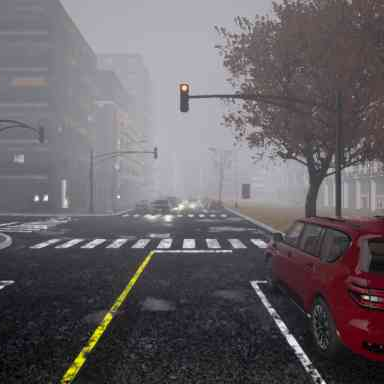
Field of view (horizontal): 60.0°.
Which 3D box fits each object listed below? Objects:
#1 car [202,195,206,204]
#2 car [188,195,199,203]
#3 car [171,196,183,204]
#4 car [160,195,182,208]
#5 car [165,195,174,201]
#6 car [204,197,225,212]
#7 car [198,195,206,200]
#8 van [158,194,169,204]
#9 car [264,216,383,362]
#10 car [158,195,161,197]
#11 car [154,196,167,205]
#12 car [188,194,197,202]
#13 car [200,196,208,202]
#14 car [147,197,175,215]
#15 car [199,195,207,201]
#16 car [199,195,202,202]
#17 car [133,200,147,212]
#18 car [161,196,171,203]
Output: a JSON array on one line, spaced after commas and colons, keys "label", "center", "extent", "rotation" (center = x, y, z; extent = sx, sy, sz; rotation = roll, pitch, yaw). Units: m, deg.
[{"label": "car", "center": [2.759, 1.548, 49.504], "extent": [1.752, 1.417, 4.829], "rotation": [0, 0, 0]}, {"label": "car", "center": [0.194, 1.648, 69.299], "extent": [1.895, 1.301, 4.718], "rotation": [0, 0, 0]}, {"label": "car", "center": [-2.941, 1.590, 65.863], "extent": [2.033, 1.411, 5.357], "rotation": [0, 0, 1]}, {"label": "car", "center": [-3.028, 1.373, 48.737], "extent": [2.097, 1.767, 4.553], "rotation": [0, 0, 0]}, {"label": "car", "center": [-5.576, 1.506, 82.542], "extent": [1.967, 1.590, 4.097], "rotation": [0, 0, 0]}, {"label": "car", "center": [2.744, 1.557, 38.269], "extent": [1.887, 1.381, 4.507], "rotation": [0, 0, 0]}, {"label": "car", "center": [2.820, 1.637, 93.596], "extent": [2.008, 1.369, 4.403], "rotation": [0, 0, 0]}, {"label": "van", "center": [-5.598, 1.384, 65.945], "extent": [1.690, 1.788, 3.998], "rotation": [0, 0, 0]}, {"label": "car", "center": [2.700, 1.315, 5.881], "extent": [2.192, 1.841, 5.009], "rotation": [0, 0, 0]}, {"label": "car", "center": [-5.621, 1.573, 49.346], "extent": [2.008, 1.369, 4.403], "rotation": [0, 0, 0]}, {"label": "car", "center": [-5.606, 1.476, 60.412], "extent": [1.967, 1.590, 4.097], "rotation": [0, 0, 0]}, {"label": "car", "center": [0.111, 1.416, 79.366], "extent": [2.097, 1.767, 4.553], "rotation": [0, 0, 0]}, {"label": "car", "center": [2.797, 1.583, 77.168], "extent": [1.752, 1.417, 4.829], "rotation": [0, 0, 0]}, {"label": "car", "center": [-3.053, 1.513, 33.603], "extent": [1.837, 1.490, 4.892], "rotation": [0, 0, 0]}, {"label": "car", "center": [2.813, 1.620, 88.063], "extent": [1.887, 1.381, 4.507], "rotation": [0, 0, 0]}, {"label": "car", "center": [2.782, 1.625, 65.932], "extent": [1.802, 1.307, 4.206], "rotation": [0, 0, 0]}, {"label": "car", "center": [-5.636, 1.563, 38.280], "extent": [2.008, 1.369, 4.403], "rotation": [0, 0, 0]}, {"label": "car", "center": [-5.590, 1.632, 71.476], "extent": [1.802, 1.307, 4.206], "rotation": [0, 0, 0]}]
